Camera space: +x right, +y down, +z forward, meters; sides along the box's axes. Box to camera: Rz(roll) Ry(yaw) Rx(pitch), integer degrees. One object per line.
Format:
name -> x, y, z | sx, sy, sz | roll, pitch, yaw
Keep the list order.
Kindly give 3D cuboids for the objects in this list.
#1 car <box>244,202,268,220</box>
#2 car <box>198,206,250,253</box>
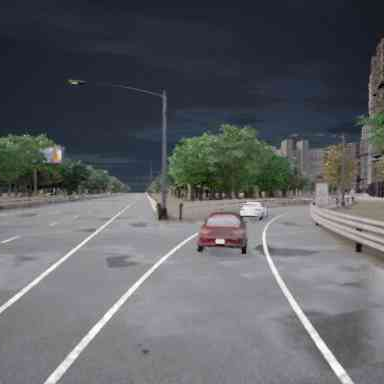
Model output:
car -> 5.355, 1.569, 28.509 | 1.812, 1.442, 4.674 | 0, 0, 20
car -> 1.369, 1.539, 13.740 | 1.812, 1.442, 4.674 | 0, 0, 10
